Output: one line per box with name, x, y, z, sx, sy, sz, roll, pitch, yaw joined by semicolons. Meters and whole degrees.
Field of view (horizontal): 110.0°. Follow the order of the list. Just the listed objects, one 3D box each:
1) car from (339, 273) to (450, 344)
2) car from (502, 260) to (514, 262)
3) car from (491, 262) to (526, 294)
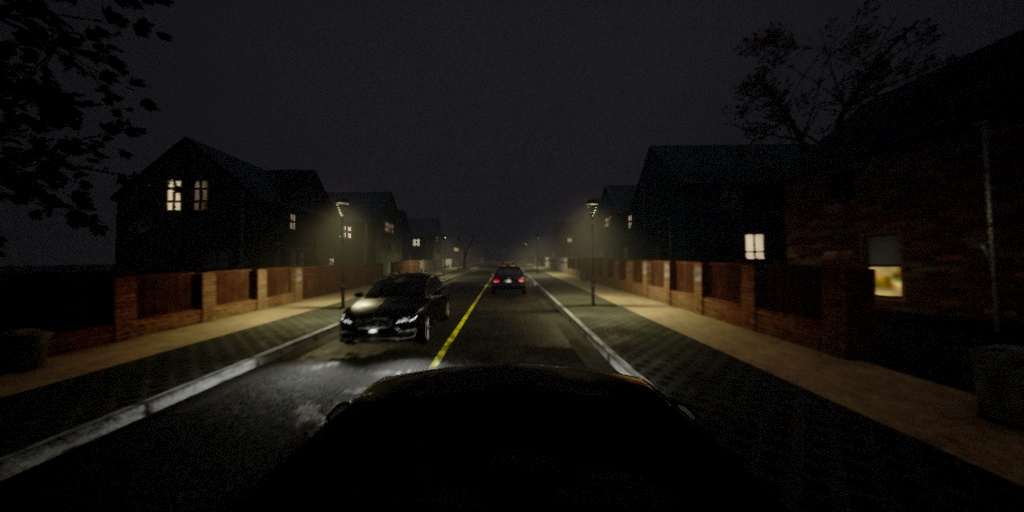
car;-2.852;1.253;9.680;1.837;1.490;4.892;0;0;-1
car;-0.432;1.170;38.262;2.128;1.511;4.902;0;0;-1
car;-0.171;1.252;19.854;2.033;1.411;5.357;0;0;0
